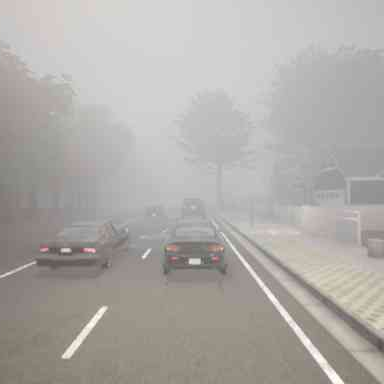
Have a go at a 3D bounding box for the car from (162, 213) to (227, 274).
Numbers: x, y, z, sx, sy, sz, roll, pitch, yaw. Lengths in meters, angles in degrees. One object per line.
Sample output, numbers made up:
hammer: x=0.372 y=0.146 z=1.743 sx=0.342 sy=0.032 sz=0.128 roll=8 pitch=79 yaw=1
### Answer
car: x=0.085 y=1.626 z=10.827 sx=1.812 sy=1.442 sz=4.674 roll=0 pitch=0 yaw=0

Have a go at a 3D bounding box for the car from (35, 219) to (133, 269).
car: x=-3.412 y=1.655 z=11.555 sx=2.033 sy=1.411 sz=5.357 roll=0 pitch=0 yaw=0

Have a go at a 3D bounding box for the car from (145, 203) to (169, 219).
car: x=-3.390 y=1.806 z=32.114 sx=1.837 sy=1.490 sz=4.892 roll=0 pitch=-1 yaw=0

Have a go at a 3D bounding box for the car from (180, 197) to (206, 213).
car: x=0.110 y=1.512 z=30.925 sx=2.150 sy=2.045 sz=5.566 roll=0 pitch=0 yaw=0
